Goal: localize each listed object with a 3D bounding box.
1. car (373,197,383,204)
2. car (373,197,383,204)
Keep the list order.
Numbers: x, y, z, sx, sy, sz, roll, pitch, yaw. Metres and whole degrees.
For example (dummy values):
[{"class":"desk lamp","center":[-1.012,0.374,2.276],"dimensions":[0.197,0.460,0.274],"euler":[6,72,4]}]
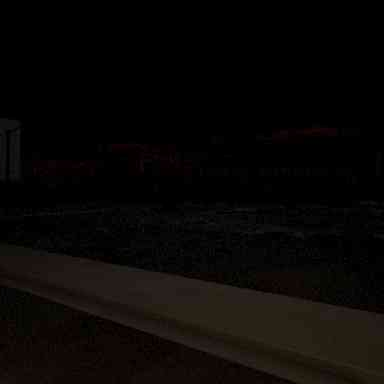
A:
[{"class":"car","center":[37.534,1.576,65.374],"dimensions":[1.853,1.218,4.536],"euler":[1,1,6]},{"class":"car","center":[37.527,1.734,65.323],"dimensions":[2.038,1.542,4.974],"euler":[1,1,6]}]
